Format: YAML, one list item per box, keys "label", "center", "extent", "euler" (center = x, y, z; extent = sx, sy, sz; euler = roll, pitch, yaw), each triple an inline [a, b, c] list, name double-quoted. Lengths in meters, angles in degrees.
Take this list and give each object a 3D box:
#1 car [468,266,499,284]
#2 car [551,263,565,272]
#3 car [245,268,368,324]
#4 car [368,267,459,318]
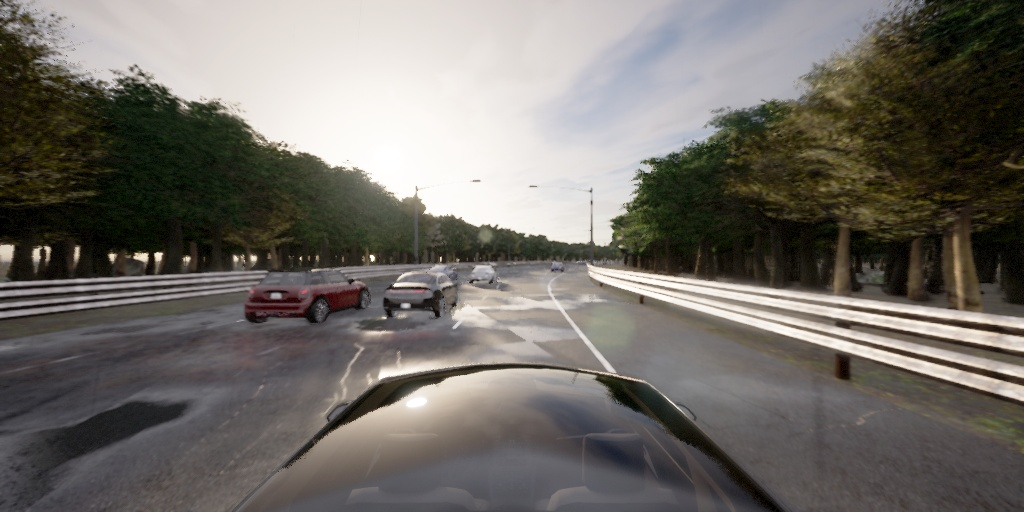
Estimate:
- label: "car"
  center: [-2.348, 1.527, 30.175]
  extent: [1.812, 1.442, 4.674]
  euler: [0, -1, 4]
- label: "car"
  center: [7.189, 1.834, 57.294]
  extent: [2.033, 1.411, 5.357]
  euler: [0, -1, 10]
- label: "car"
  center: [-6.718, 1.177, 12.408]
  extent: [2.097, 1.767, 4.553]
  euler: [0, -1, 1]
- label: "car"
  center: [-3.191, 1.334, 13.408]
  extent: [2.128, 1.511, 4.902]
  euler: [0, -1, 2]
